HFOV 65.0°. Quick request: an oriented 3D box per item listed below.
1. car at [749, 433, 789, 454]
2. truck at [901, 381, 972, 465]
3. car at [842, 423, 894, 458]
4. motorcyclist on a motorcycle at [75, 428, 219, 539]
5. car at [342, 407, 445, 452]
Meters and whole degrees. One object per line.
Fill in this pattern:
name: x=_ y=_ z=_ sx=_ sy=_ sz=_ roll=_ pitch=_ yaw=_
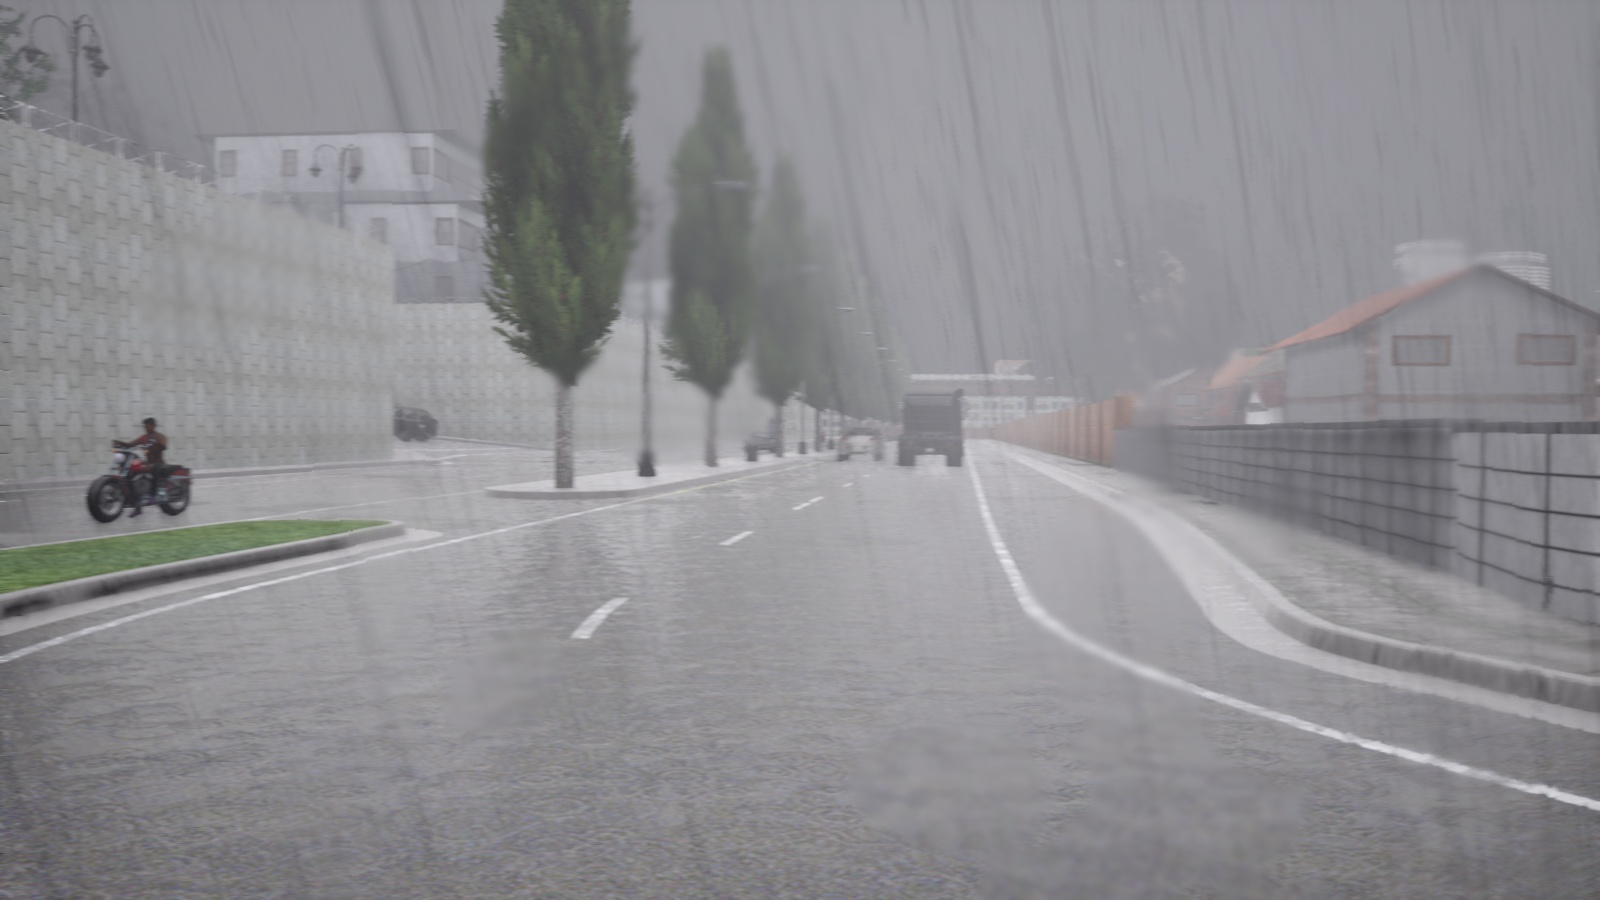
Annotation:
car: x=-2.005 y=-0.417 z=81.884 sx=1.895 sy=1.301 sz=4.718 roll=0 pitch=1 yaw=8
truck: x=6.174 y=-1.183 z=56.075 sx=2.891 sy=3.462 sz=7.936 roll=0 pitch=1 yaw=8
car: x=3.396 y=-0.481 z=61.718 sx=2.152 sy=1.651 sz=5.027 roll=0 pitch=1 yaw=8
motorcyclist on a motorcycle: x=-10.223 y=0.479 z=19.794 sx=0.766 sy=1.649 sz=2.350 roll=0 pitch=1 yaw=8
car: x=-21.275 y=-1.072 z=65.819 sx=4.605 sy=1.855 sz=1.932 roll=6 pitch=2 yaw=9
